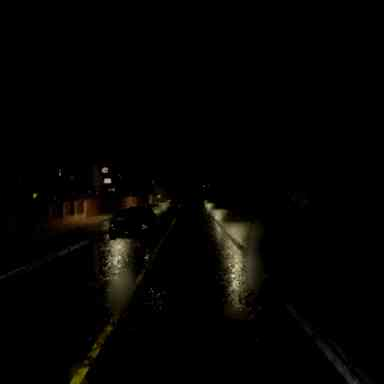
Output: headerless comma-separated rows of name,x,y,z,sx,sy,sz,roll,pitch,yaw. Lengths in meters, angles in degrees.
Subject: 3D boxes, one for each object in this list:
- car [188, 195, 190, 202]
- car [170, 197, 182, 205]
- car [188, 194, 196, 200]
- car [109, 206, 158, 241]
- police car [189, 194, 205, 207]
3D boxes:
car,-0.015,1.452,70.391,2.033,1.411,5.357,0,0,0
car,-2.808,1.587,59.197,1.994,1.385,4.181,0,0,1
car,-0.017,1.332,86.402,1.837,1.490,4.892,0,0,0
car,-2.853,1.491,17.002,1.882,1.535,5.008,0,0,0
police car,0.950,1.447,52.077,1.930,1.638,5.238,0,0,0
